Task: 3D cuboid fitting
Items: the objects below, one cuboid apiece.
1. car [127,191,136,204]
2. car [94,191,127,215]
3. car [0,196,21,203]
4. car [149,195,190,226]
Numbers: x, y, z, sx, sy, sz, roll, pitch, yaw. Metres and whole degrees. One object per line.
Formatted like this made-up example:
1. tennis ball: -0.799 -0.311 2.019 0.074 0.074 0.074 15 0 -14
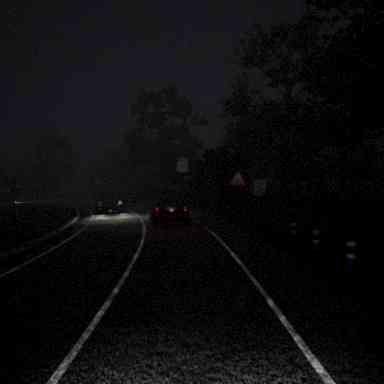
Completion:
1. car: -8.041 0.649 38.691 2.128 1.511 4.902 -4 3 -28
2. car: -7.048 0.854 27.852 2.097 1.767 4.553 -2 2 -19
3. car: -32.997 1.217 60.526 4.181 1.385 1.994 -2 4 33
4. car: -1.505 0.962 20.377 2.097 1.767 4.553 -1 2 -10
